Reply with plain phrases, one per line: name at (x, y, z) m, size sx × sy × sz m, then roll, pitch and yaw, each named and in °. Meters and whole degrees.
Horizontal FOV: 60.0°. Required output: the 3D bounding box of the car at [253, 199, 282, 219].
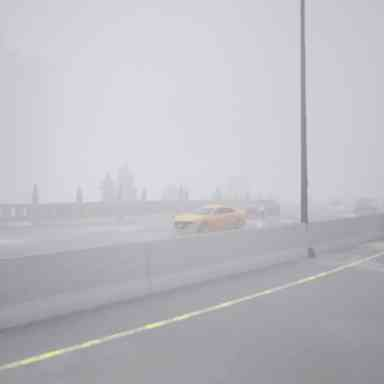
car at (6.358, 1.399, 30.002) m, size 2.097 × 1.767 × 4.553 m, roll 0°, pitch 0°, yaw 37°

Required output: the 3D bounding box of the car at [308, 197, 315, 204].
car at (23.361, 1.698, 66.587) m, size 1.994 × 1.385 × 4.181 m, roll -1°, pitch 0°, yaw 12°

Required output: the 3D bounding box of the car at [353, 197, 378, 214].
car at (18.353, 1.364, 35.091) m, size 2.097 × 1.767 × 4.553 m, roll 0°, pitch 0°, yaw 31°

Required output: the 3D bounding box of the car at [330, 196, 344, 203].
car at (32.020, 1.649, 73.460) m, size 1.994 × 1.385 × 4.181 m, roll -1°, pitch 0°, yaw 12°

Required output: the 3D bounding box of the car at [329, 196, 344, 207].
car at (23.677, 1.552, 54.702) m, size 1.882 × 1.535 × 5.008 m, roll 0°, pitch 0°, yaw 19°

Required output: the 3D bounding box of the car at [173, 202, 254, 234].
car at (1.137, 1.504, 19.025) m, size 5.008 × 1.535 × 1.882 m, roll 0°, pitch 0°, yaw -45°
